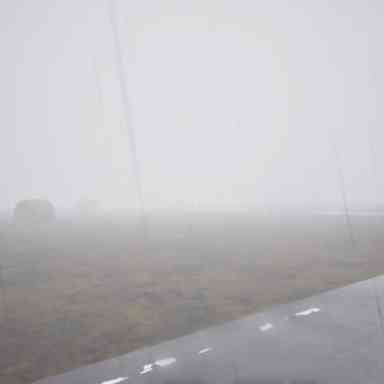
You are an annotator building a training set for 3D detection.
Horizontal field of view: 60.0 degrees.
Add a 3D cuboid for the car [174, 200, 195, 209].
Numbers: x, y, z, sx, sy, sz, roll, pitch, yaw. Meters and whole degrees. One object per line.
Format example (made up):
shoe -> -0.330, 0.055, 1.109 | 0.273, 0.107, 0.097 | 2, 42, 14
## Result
car -> -1.397, 2.243, 62.319 | 2.097, 1.767, 4.553 | 0, -2, -36
